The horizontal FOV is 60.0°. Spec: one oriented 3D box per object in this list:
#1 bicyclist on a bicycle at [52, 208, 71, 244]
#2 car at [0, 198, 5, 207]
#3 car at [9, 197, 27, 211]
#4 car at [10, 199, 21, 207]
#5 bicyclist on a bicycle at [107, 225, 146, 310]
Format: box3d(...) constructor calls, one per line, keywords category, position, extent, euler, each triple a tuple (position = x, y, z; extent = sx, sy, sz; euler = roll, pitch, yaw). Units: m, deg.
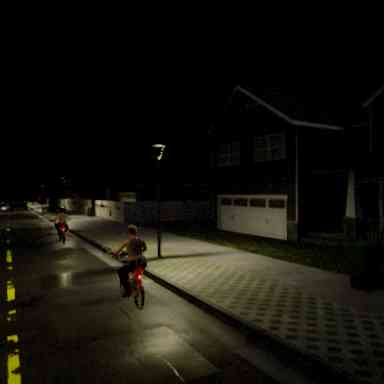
box3d(category="bicyclist on a bicycle", position=(-6.097, 1.570, 15.570), extent=(0.866, 1.612, 1.509), euler=(0, 0, -29))
box3d(category="car", position=(-36.833, 1.982, 63.470), extent=(2.097, 1.767, 4.553), euler=(0, 0, -29))
box3d(category="car", position=(-25.927, 1.695, 49.752), extent=(2.150, 2.045, 5.566), euler=(0, -1, -29))
box3d(category="car", position=(-34.651, 2.121, 65.206), extent=(1.837, 1.490, 4.892), euler=(0, 0, -29))
box3d(category="bicyclist on a bicycle", position=(-1.277, 1.484, 6.917), extent=(0.866, 1.612, 1.509), euler=(0, 0, -29))
